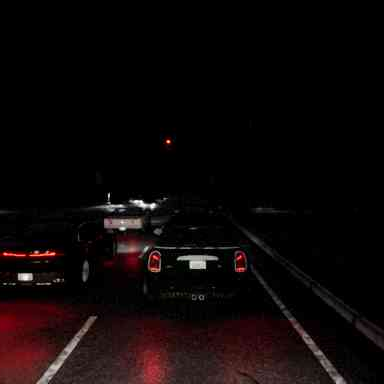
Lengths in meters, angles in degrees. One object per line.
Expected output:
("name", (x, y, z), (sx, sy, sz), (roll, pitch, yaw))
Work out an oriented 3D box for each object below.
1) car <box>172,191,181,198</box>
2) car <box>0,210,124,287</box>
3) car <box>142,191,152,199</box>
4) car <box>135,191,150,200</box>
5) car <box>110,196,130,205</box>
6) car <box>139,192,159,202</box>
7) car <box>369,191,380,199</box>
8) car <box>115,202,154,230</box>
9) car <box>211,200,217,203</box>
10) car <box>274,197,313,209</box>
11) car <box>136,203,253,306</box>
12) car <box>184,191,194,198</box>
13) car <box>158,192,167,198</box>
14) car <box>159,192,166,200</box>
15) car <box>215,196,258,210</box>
("car", (-4.014, 0.692, 85.661), (1.837, 1.490, 4.892), (0, 1, -4))
("car", (-3.400, 1.468, 9.210), (1.837, 1.490, 4.892), (0, 0, 0))
("car", (-10.769, 0.639, 79.944), (2.097, 1.767, 4.553), (0, 1, -2))
("car", (-10.548, 0.924, 68.510), (2.128, 1.511, 4.902), (0, 1, 0))
("car", (-10.810, 1.212, 49.964), (1.895, 1.301, 4.718), (0, 1, 3))
("car", (-7.106, 1.165, 55.368), (1.895, 1.301, 4.718), (0, 1, 0))
("car", (22.862, 0.922, 39.812), (5.566, 2.045, 2.150), (0, 0, -4))
("car", (-3.405, 1.487, 18.530), (1.895, 1.301, 4.718), (0, 1, 0))
("car", (0.089, 1.388, 17.348), (2.128, 1.511, 4.902), (0, 0, 1))
("car", (12.191, 1.306, 39.206), (4.718, 1.301, 1.895), (0, 1, -3))
("car", (0.101, 1.323, 8.152), (2.097, 1.767, 4.553), (0, 0, 0))
("car", (-0.539, 0.707, 86.157), (1.812, 1.442, 4.674), (0, 1, -4))
("car", (-7.436, 0.762, 84.046), (2.033, 1.411, 5.357), (0, 1, -2))
("car", (-7.050, 0.963, 69.276), (2.033, 1.411, 5.357), (0, 1, -1))
("car", (4.483, 1.214, 35.589), (5.008, 1.535, 1.882), (0, 1, 14))
